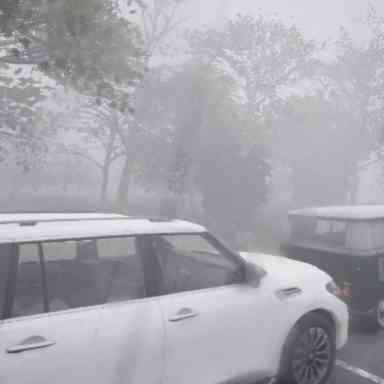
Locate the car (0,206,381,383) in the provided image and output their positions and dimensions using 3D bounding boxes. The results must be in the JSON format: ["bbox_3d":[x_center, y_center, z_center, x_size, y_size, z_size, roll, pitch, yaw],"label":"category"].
[{"bbox_3d":[-0.720,1.230,3.544,5.566,2.045,2.435,0,0,-33],"label":"car"}]

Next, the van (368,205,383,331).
[{"bbox_3d":[3.887,1.262,6.829,4.442,1.987,1.878,0,0,-33],"label":"van"}]
